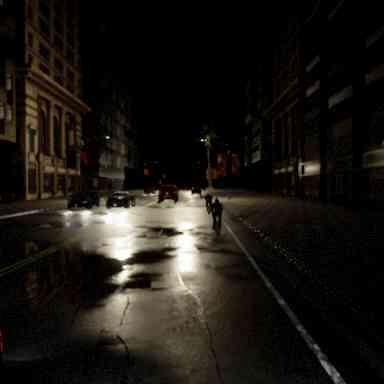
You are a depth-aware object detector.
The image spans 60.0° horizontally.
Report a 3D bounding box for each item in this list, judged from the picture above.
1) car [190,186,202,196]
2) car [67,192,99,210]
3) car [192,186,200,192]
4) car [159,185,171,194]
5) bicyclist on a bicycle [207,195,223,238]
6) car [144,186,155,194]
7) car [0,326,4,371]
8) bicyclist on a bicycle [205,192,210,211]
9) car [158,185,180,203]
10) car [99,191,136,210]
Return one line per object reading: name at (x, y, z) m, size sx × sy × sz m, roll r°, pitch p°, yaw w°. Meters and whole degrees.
car at (0.770, -0.125, 59.695) m, size 1.837 × 1.490 × 4.892 m, roll 0°, pitch 2°, yaw 1°
car at (-9.494, 0.753, 29.564) m, size 1.812 × 1.442 × 4.674 m, roll 0°, pitch 2°, yaw 1°
car at (0.955, -0.756, 79.727) m, size 1.882 × 1.535 × 5.008 m, roll 0°, pitch 2°, yaw 1°
car at (-5.661, -0.593, 69.980) m, size 2.097 × 1.767 × 4.553 m, roll 0°, pitch 2°, yaw 1°
bicyclist on a bicycle at (1.062, 1.089, 14.094) m, size 0.582 × 1.620 × 1.656 m, roll 0°, pitch 1°, yaw 1°
car at (-8.911, -0.472, 69.992) m, size 1.882 × 1.535 × 5.008 m, roll 0°, pitch 2°, yaw 1°
car at (-3.130, 1.301, 1.780) m, size 2.097 × 1.767 × 4.553 m, roll 0°, pitch 1°, yaw 1°
bicyclist on a bicycle at (1.171, 0.855, 23.170) m, size 0.582 × 1.620 × 1.656 m, roll 0°, pitch 1°, yaw 1°
car at (-2.683, 0.191, 39.039) m, size 2.150 × 2.045 × 5.566 m, roll 0°, pitch 2°, yaw 1°
car at (-6.244, 0.722, 29.503) m, size 2.128 × 1.511 × 4.902 m, roll 0°, pitch 2°, yaw 1°
